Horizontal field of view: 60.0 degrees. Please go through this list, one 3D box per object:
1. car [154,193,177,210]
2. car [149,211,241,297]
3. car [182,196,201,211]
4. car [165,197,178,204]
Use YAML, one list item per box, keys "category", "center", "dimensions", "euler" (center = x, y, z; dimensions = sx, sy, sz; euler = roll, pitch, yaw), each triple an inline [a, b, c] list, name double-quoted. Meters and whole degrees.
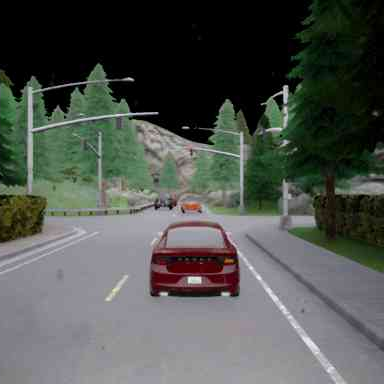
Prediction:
- category: "car"
  center: [-3.583, 1.221, 43.479]
  dimensions: [2.150, 2.045, 5.566]
  euler: [0, 0, 0]
- category: "car"
  center: [0.067, 1.478, 8.622]
  dimensions: [1.882, 1.535, 5.008]
  euler: [0, 0, 0]
- category: "car"
  center: [-0.067, 1.352, 37.646]
  dimensions: [2.097, 1.767, 4.553]
  euler: [0, 0, -1]
- category: "car"
  center: [-3.952, 1.601, 63.989]
  dimensions: [1.895, 1.301, 4.718]
  euler: [0, 0, -11]
